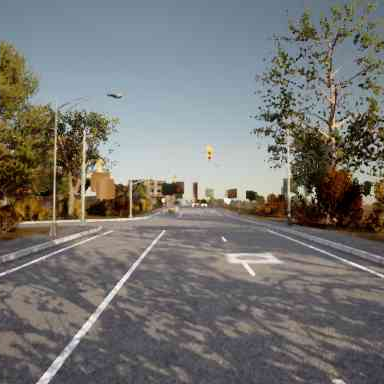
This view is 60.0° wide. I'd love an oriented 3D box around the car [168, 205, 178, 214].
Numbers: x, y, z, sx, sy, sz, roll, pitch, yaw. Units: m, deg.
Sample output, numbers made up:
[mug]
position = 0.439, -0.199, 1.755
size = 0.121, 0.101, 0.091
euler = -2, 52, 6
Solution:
[car]
position = -3.729, 3.379, 65.545
size = 1.882, 1.535, 5.008
euler = 0, -1, 0
